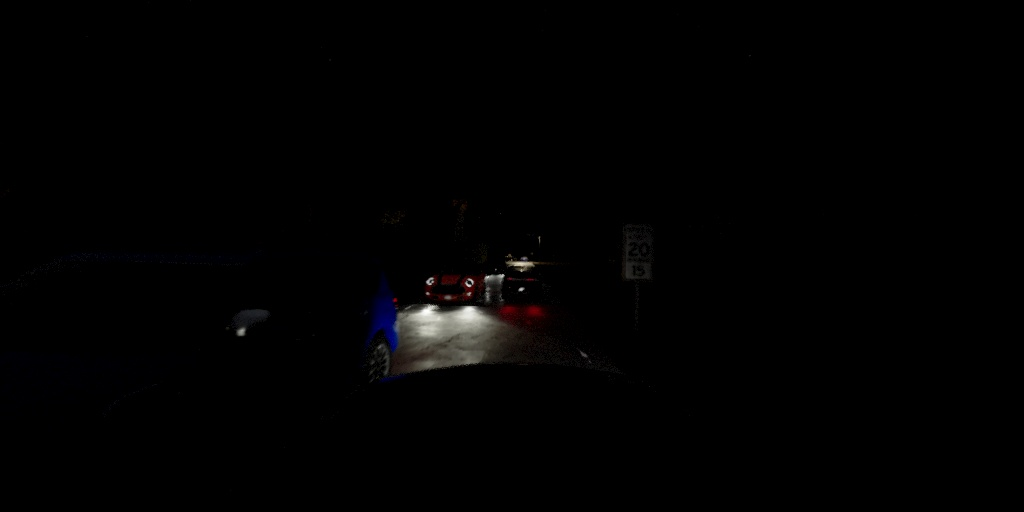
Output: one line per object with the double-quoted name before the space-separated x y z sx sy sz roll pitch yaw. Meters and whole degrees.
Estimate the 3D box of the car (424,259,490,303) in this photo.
"car" -2.405 1.036 16.151 2.097 1.767 4.553 1 0 2

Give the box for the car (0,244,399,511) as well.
"car" -2.881 0.902 3.343 2.150 2.045 5.566 1 0 3

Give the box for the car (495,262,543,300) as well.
"car" 0.508 1.242 18.026 2.128 1.511 4.902 1 0 2

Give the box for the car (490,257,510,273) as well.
"car" -1.531 1.133 38.240 1.837 1.490 4.892 1 0 2
